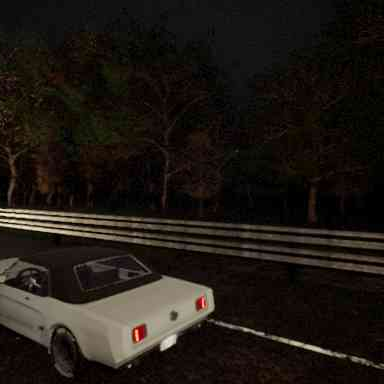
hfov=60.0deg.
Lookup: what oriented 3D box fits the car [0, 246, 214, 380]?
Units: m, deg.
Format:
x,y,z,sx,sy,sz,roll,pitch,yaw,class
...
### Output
x,y,z,sx,sy,sz,roll,pitch,yaw,class
-2.098,1.590,5.475,4.718,1.301,1.895,0,0,35,car
